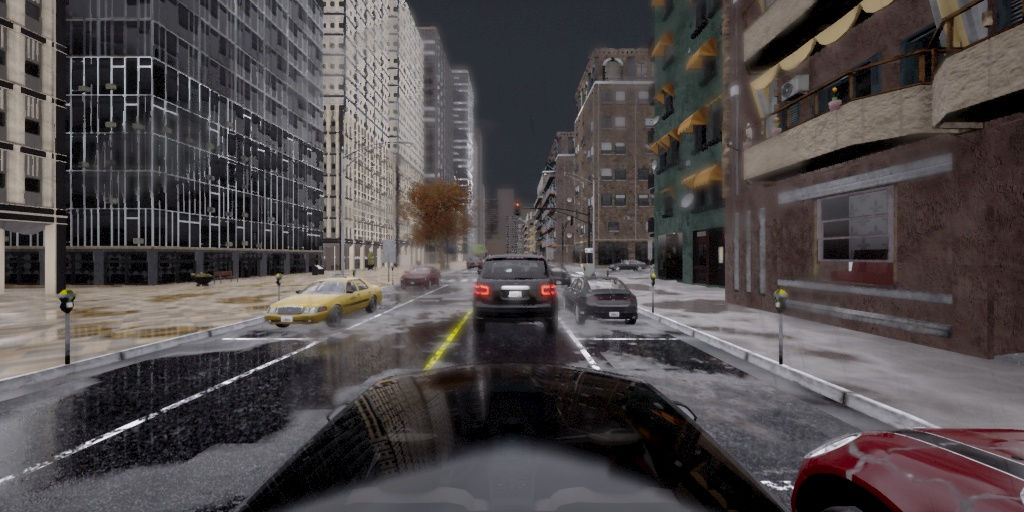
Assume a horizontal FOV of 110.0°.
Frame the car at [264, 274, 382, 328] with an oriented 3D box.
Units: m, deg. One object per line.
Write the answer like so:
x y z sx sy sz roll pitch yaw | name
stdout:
-5.685 1.276 11.462 1.751 1.417 4.829 0 0 0 | car

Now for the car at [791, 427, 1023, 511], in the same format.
2.686 1.190 0.560 1.967 1.591 4.097 0 0 0 | car

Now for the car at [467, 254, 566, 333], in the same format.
0.097 0.972 10.904 2.150 2.045 5.566 0 0 0 | car

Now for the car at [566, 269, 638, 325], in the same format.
2.696 1.301 11.625 2.007 1.370 4.403 0 0 0 | car

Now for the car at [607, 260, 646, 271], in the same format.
13.466 1.109 42.098 4.403 1.370 2.007 0 0 -1 | car

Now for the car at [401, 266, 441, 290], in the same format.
-5.676 1.300 22.698 1.888 1.381 4.507 0 0 0 | car

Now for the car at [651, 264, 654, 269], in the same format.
18.863 1.006 42.149 4.829 1.417 1.751 0 0 -1 | car
